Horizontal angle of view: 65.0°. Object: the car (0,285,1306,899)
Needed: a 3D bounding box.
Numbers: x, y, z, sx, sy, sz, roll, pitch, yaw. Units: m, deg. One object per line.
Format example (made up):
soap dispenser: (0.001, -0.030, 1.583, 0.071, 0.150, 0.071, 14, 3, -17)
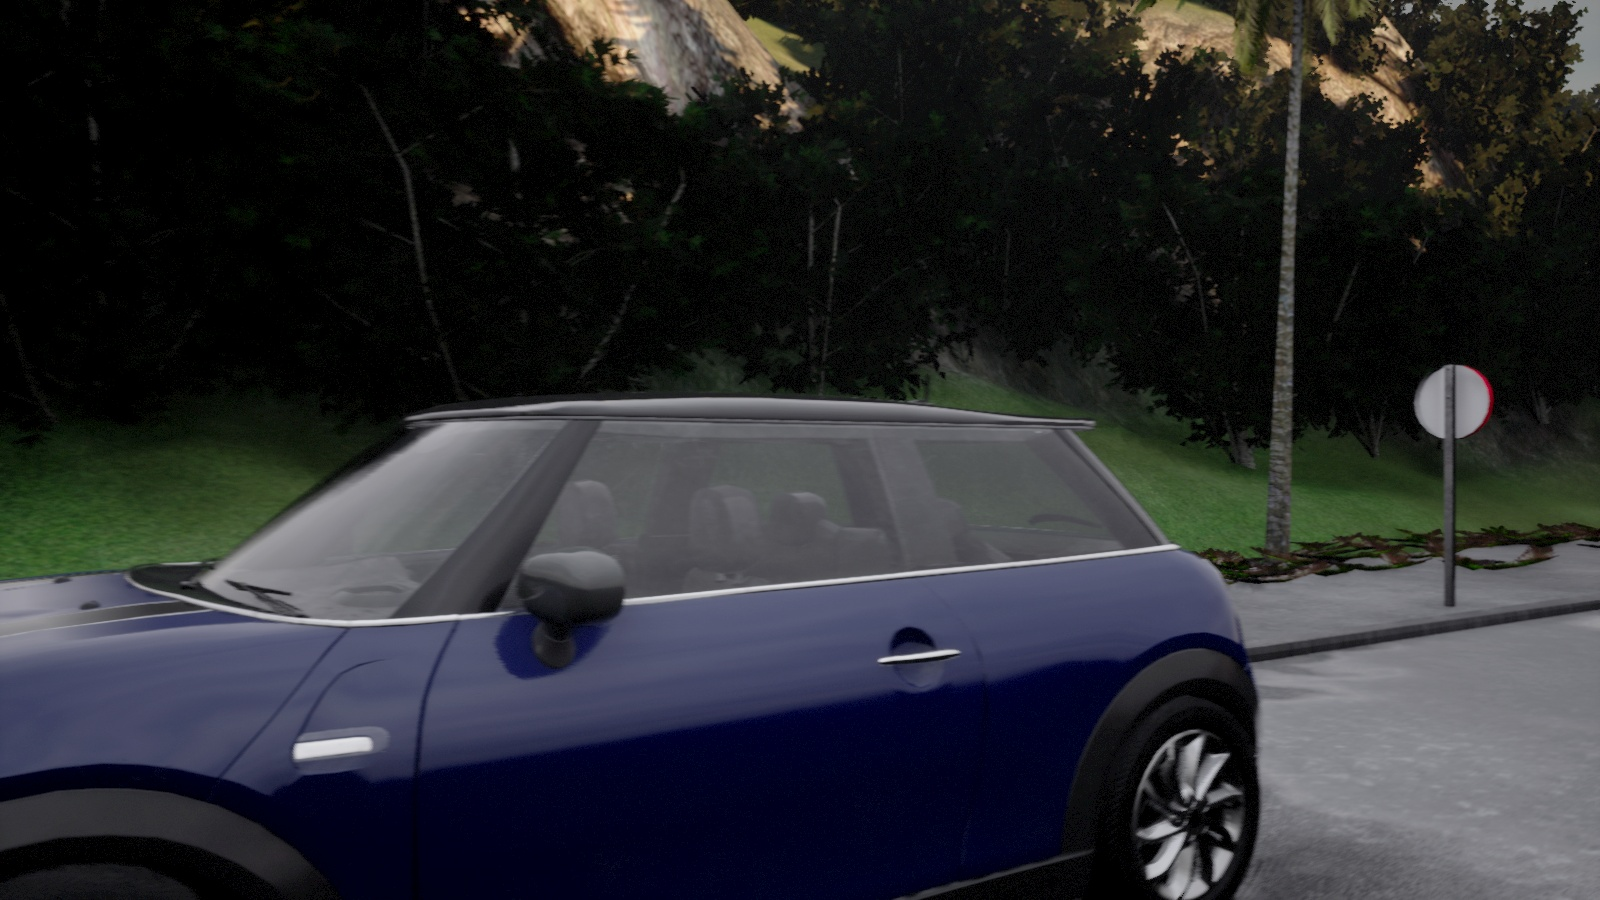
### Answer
car: (-0.796, 0.614, 3.713, 4.553, 1.767, 2.097, 0, 0, -35)
